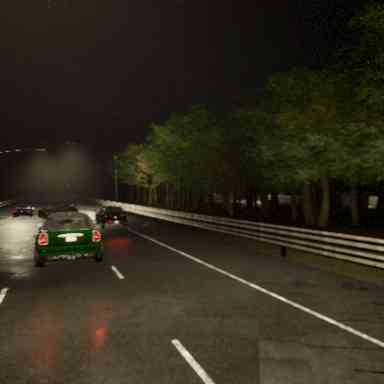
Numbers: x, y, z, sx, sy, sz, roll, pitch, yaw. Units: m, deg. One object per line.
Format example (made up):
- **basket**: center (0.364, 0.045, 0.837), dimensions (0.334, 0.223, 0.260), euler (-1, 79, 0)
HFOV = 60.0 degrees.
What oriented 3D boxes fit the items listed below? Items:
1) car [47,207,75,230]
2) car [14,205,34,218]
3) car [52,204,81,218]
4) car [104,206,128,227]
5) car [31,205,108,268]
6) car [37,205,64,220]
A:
- **car**: center (-9.938, 1.897, 25.052), dimensions (1.812, 1.442, 4.674), euler (-1, -1, -23)
- **car**: center (-19.259, 2.169, 38.143), dimensions (2.033, 1.411, 5.357), euler (-1, -1, -22)
- **car**: center (-14.134, 2.116, 37.368), dimensions (1.994, 1.385, 4.181), euler (1, -1, -36)
- **car**: center (-6.071, 1.820, 24.875), dimensions (1.837, 1.490, 4.892), euler (-1, 0, -23)
- **car**: center (-4.639, 1.533, 12.430), dimensions (2.097, 1.767, 4.553), euler (-1, 0, -23)
- **car**: center (-14.946, 2.127, 35.077), dimensions (1.895, 1.301, 4.718), euler (-3, 1, -31)
